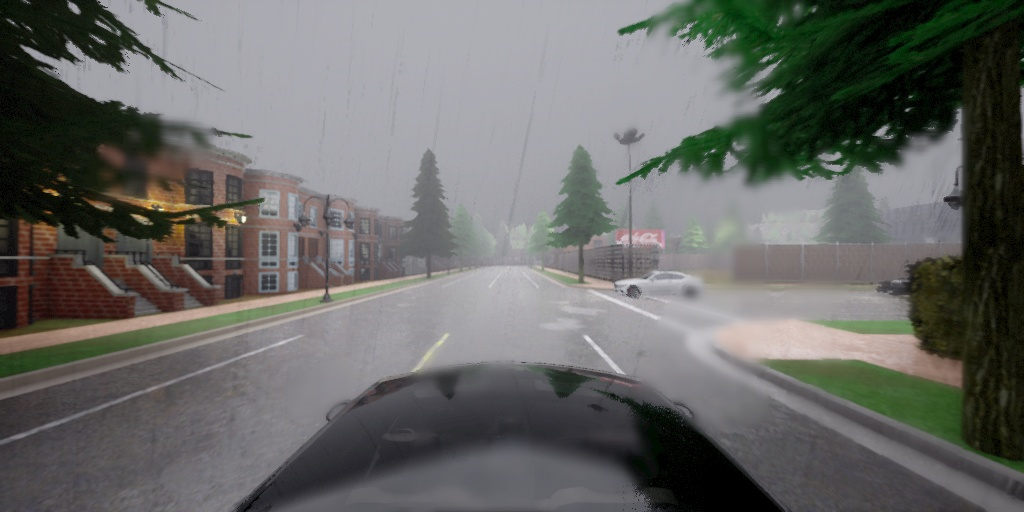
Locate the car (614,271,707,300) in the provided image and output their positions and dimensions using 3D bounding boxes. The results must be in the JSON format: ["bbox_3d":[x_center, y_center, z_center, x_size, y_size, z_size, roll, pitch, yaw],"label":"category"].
[{"bbox_3d":[7.856,1.525,19.195,4.674,1.442,1.812,0,-1,4],"label":"car"}]

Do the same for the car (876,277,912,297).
[{"bbox_3d":[22.707,1.544,18.914,5.357,1.411,2.033,0,-1,0],"label":"car"}]
